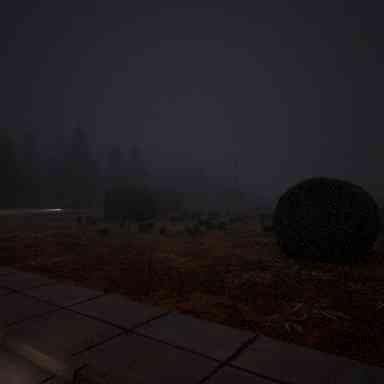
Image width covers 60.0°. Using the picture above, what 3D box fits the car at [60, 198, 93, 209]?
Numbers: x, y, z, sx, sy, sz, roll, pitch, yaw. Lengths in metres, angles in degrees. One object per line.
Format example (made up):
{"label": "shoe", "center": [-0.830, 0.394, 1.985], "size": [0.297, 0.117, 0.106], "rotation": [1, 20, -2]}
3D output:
{"label": "car", "center": [-15.296, 1.554, 44.310], "size": [1.994, 1.385, 4.181], "rotation": [0, 0, 37]}
